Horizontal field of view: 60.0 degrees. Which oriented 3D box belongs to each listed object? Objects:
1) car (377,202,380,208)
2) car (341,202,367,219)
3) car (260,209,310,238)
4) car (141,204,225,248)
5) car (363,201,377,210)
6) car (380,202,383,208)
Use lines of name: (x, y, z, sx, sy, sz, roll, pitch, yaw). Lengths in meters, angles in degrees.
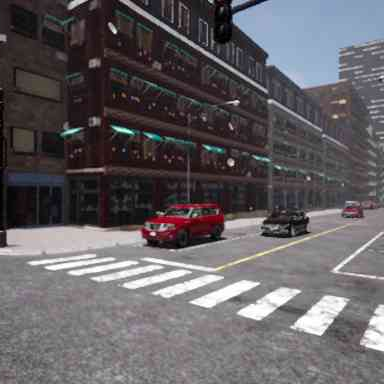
car: (38.823, 2.904, 72.189, 1.967, 1.590, 4.097, -1, -2, 35)
car: (18.777, 2.283, 38.878, 1.812, 1.442, 4.674, 0, -1, 35)
car: (5.794, 1.849, 20.366, 1.837, 1.490, 4.892, 0, -1, 35)
car: (-0.240, 1.525, 16.281, 2.192, 1.841, 5.009, -1, -2, 35)
car: (35.568, 2.673, 67.533, 2.192, 1.841, 5.009, -1, -2, 35)
car: (45.333, 3.243, 81.504, 1.947, 1.339, 4.313, -1, -2, 35)
